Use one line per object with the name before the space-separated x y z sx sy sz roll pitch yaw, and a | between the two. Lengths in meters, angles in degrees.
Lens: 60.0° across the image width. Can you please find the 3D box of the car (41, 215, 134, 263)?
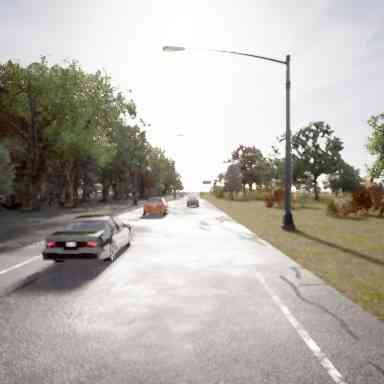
car | -3.396 1.516 11.855 2.033 1.411 5.357 0 0 0

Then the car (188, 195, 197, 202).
car | 0.036 1.325 69.830 1.837 1.490 4.892 0 0 0

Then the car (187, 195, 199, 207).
car | 0.123 1.421 49.344 2.033 1.411 5.357 0 0 0

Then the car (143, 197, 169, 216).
car | -3.380 1.269 31.944 2.097 1.767 4.553 0 0 0
